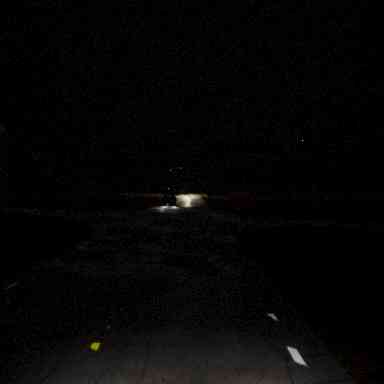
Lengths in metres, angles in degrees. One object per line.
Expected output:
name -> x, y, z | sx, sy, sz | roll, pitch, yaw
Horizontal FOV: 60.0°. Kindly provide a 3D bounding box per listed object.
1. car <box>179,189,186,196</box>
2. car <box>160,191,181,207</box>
car -> -2.595, 0.037, 87.095 | 2.097, 1.767, 4.553 | 0, 0, 0
car -> -2.681, 0.956, 39.267 | 2.033, 1.411, 5.357 | 0, 1, 0
